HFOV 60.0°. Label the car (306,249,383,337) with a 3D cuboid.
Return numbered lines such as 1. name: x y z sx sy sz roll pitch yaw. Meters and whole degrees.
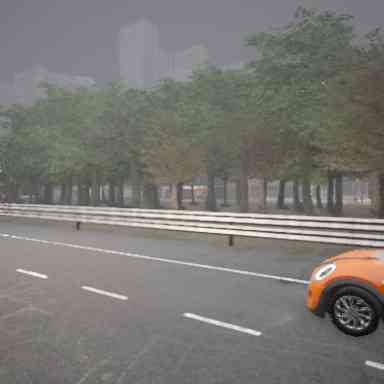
1. car: 4.220 1.352 5.157 4.553 1.767 2.097 0 0 36
